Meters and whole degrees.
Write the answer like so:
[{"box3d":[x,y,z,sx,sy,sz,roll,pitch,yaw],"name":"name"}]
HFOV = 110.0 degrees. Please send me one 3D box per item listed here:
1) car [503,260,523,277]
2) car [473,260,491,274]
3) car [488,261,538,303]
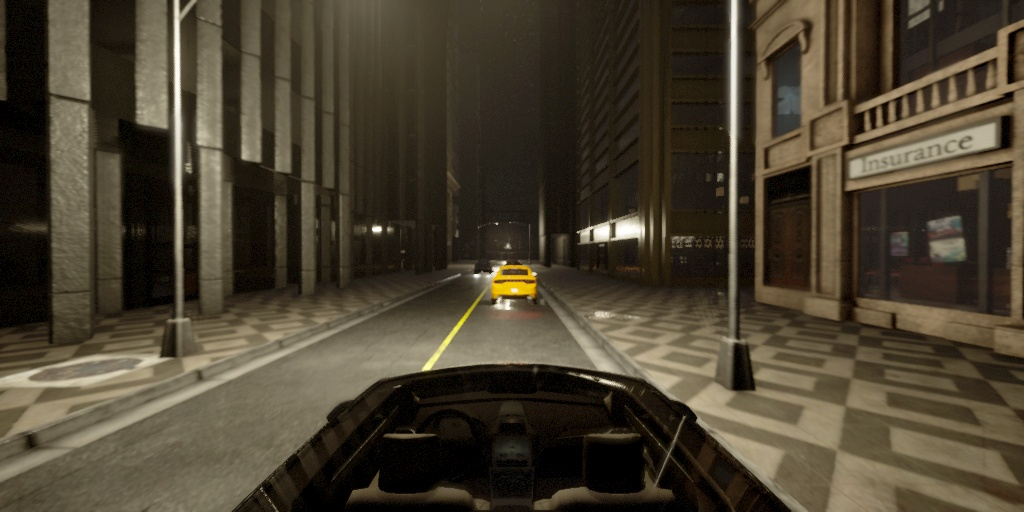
[{"box3d":[0.098,1.174,34.369,1.812,1.442,4.674,0,0,0],"name":"car"},{"box3d":[-3.007,1.186,38.657,2.033,1.411,5.357,0,0,0],"name":"car"},{"box3d":[0.098,1.174,16.302,1.882,1.535,5.008,0,0,0],"name":"car"}]
